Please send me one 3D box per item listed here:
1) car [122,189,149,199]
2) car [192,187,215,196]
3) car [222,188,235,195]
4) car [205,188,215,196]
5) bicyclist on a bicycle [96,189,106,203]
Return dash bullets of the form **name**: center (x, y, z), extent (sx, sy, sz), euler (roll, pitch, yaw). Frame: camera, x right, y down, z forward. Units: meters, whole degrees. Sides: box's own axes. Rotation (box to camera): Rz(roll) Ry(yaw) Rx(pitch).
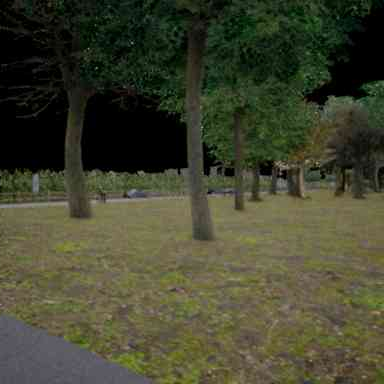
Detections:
- **car**: center (-8.298, 0.294, 49.104), extent (1.994, 1.385, 4.181), euler (0, 1, 36)
- **car**: center (2.250, -0.111, 63.647), extent (1.882, 1.535, 5.008), euler (0, 1, 36)
- **car**: center (7.904, -0.151, 66.809), extent (1.895, 1.301, 4.718), euler (0, 1, 36)
- **car**: center (2.068, 0.048, 58.585), extent (1.895, 1.301, 4.718), euler (0, 1, 36)
- **bicyclist on a bicycle**: center (-9.993, 0.436, 36.492), extent (1.656, 1.620, 0.582), euler (1, 2, 36)
